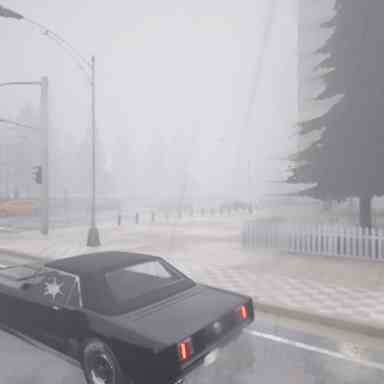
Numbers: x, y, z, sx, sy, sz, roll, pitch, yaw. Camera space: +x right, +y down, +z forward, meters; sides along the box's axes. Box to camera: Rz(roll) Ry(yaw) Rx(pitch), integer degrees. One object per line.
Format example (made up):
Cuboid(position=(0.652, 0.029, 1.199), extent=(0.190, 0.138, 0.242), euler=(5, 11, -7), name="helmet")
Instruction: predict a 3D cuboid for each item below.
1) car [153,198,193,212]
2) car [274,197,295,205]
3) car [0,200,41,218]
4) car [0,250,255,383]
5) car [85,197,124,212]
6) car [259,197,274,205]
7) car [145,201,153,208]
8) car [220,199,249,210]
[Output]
Cuboid(position=(-1.891, 1.607, 38.082), extent=(1.895, 1.301, 4.718), euler=(0, 0, 36), name="car")
Cuboid(position=(16.392, 1.509, 57.627), extent=(1.837, 1.490, 4.892), euler=(0, 0, 36), name="car")
Cuboid(position=(-16.080, 1.486, 30.623), extent=(1.882, 1.535, 5.008), euler=(0, 0, 36), name="car")
Cuboid(position=(-1.576, 1.602, 5.119), extent=(4.718, 1.301, 1.895), euler=(0, 0, 36), name="car")
Cuboid(position=(-10.214, 1.361, 38.820), extent=(2.097, 1.767, 4.553), euler=(0, 0, 36), name="car")
Cuboid(position=(13.882, 1.358, 60.136), extent=(2.097, 1.767, 4.553), euler=(0, 0, 36), name="car")
Cuboid(position=(-4.234, 1.556, 47.170), extent=(2.033, 1.411, 5.357), euler=(0, 0, 36), name="car")
Cuboid(position=(5.596, 1.606, 42.533), extent=(1.895, 1.301, 4.718), euler=(0, 0, 36), name="car")
